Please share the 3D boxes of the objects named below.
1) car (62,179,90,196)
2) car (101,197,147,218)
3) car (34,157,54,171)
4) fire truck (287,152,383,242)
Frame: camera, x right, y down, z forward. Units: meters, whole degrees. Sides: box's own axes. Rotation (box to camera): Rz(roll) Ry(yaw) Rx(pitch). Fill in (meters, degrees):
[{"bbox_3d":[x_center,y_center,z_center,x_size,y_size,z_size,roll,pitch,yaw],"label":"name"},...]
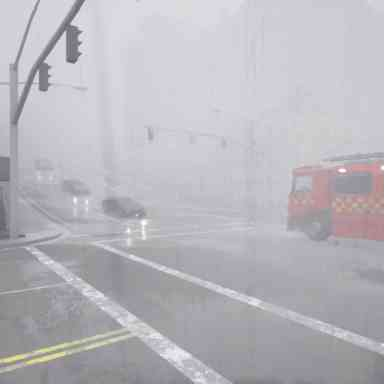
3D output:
[{"bbox_3d":[-12.918,-0.625,36.830,2.033,1.411,5.357,0,11,-35],"label":"car"},{"bbox_3d":[-5.569,1.103,26.530,2.033,1.411,5.357,0,5,-36],"label":"car"},{"bbox_3d":[-22.283,-4.276,50.020,2.097,1.767,4.553,0,12,-35],"label":"car"},{"bbox_3d":[8.134,0.342,13.549,2.891,3.827,8.468,0,0,-36],"label":"fire truck"}]
